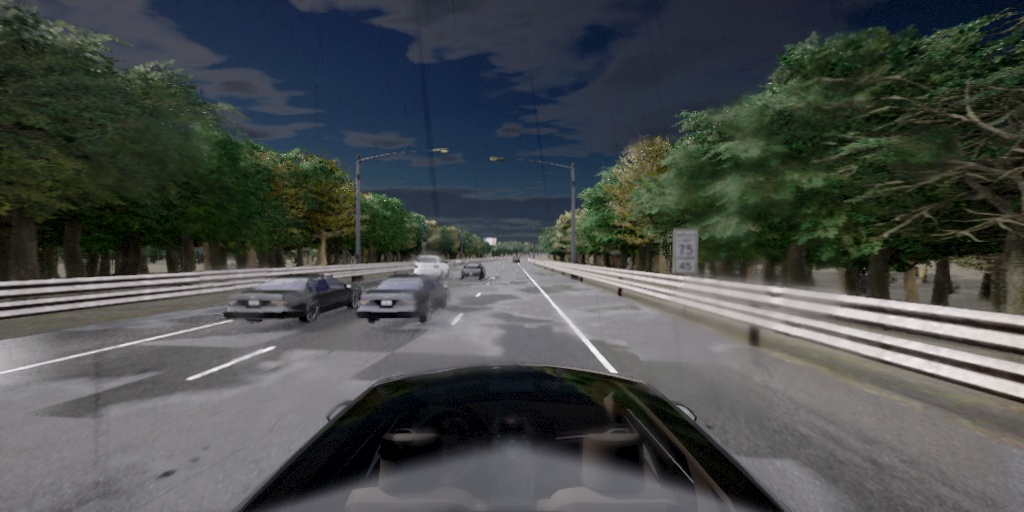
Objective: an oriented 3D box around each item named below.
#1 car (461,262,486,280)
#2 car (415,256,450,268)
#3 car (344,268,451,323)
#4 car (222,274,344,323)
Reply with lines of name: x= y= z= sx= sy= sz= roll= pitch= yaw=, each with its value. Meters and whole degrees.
car: x=-3.401 y=1.301 z=32.228 sx=2.128 sy=1.511 sz=4.902 roll=0 pitch=0 yaw=0
car: x=-6.901 y=1.030 z=31.412 sx=2.150 sy=2.045 sz=5.566 roll=0 pitch=0 yaw=0
car: x=-3.402 y=1.318 z=12.234 sx=2.033 sy=1.411 sz=5.357 roll=0 pitch=0 yaw=0
car: x=-6.901 y=1.318 z=12.115 sx=2.033 sy=1.411 sz=5.357 roll=0 pitch=0 yaw=0
